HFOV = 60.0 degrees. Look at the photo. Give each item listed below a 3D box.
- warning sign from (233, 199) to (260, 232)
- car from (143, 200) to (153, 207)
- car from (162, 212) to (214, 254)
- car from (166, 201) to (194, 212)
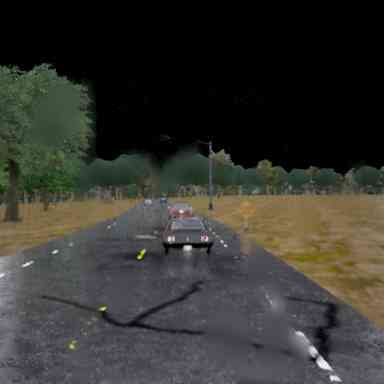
[{"bbox_3d":[3.132,1.314,19.265,1.300,1.860,1.060,0,-1,-3],"label":"warning sign"},{"bbox_3d":[-9.268,2.376,70.502,1.812,1.442,4.674,0,-1,-8],"label":"car"},{"bbox_3d":[-0.215,1.745,14.205,1.895,1.301,4.718,0,-1,-2],"label":"car"},{"bbox_3d":[-1.001,1.664,29.218,2.097,1.767,4.553,0,-1,-4],"label":"car"}]
